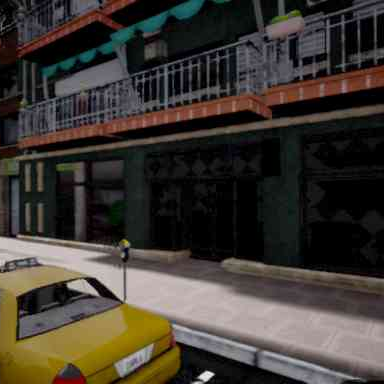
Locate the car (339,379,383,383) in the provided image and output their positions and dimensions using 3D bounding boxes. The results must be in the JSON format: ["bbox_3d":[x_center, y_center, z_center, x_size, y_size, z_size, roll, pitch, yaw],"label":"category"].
[{"bbox_3d":[2.355,1.556,1.046,4.313,1.339,1.947,0,-1,36],"label":"car"}]

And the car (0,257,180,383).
[{"bbox_3d":[-2.415,1.556,4.451,4.829,1.417,1.752,-1,-1,36],"label":"car"}]
